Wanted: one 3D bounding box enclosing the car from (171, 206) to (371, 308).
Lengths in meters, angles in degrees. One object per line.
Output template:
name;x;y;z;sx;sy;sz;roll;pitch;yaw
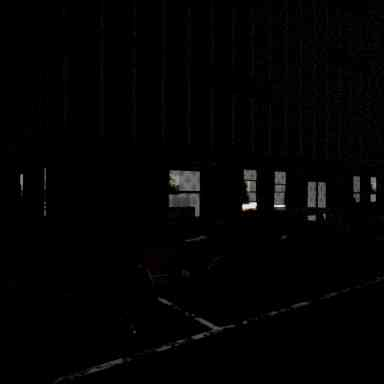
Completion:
car;1.920;1.314;8.092;5.009;1.841;2.192;0;0;-35

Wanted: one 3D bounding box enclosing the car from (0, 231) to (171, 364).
car;-2.611;1.440;4.872;4.097;1.590;1.967;0;0;-35

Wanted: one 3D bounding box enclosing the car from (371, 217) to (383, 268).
car;6.452;1.560;11.316;4.313;1.339;1.947;0;0;-35
